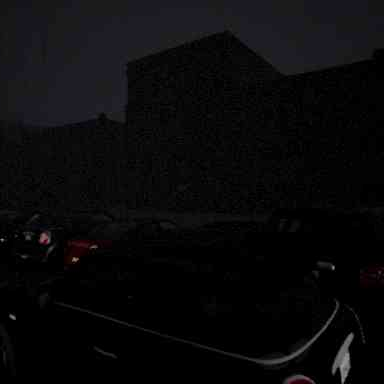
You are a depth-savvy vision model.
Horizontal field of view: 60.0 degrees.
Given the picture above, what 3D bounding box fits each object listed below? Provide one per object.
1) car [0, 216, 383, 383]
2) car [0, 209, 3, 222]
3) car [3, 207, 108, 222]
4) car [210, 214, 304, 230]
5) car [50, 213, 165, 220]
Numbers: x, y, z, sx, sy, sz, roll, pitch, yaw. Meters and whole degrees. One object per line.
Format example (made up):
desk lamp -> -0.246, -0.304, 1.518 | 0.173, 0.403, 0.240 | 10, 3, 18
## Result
car -> -0.550, 1.352, 3.784 | 4.553, 1.767, 2.097 | 0, 0, 36
car -> -5.783, 1.518, 13.199 | 2.163, 1.488, 4.792 | 0, 0, 36
car -> -3.584, 1.360, 11.536 | 2.185, 1.767, 4.553 | 0, 0, 36
car -> 0.887, 1.510, 8.310 | 2.163, 1.488, 4.792 | 0, 0, 36
car -> -1.333, 1.482, 9.943 | 2.097, 1.535, 5.008 | 0, 0, 36
